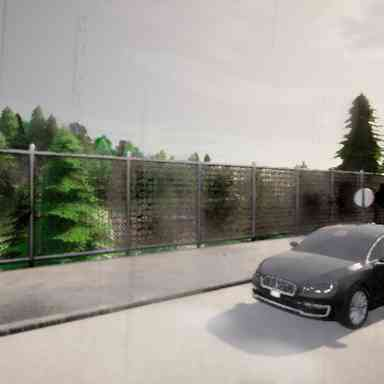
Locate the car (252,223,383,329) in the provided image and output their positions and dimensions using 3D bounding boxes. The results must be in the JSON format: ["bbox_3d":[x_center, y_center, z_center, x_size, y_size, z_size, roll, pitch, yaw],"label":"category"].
[{"bbox_3d":[3.394,1.464,6.947,4.892,1.490,1.837,0,0,-35],"label":"car"}]
